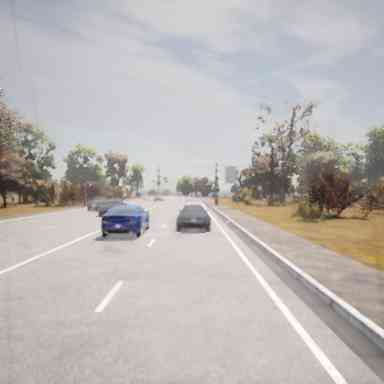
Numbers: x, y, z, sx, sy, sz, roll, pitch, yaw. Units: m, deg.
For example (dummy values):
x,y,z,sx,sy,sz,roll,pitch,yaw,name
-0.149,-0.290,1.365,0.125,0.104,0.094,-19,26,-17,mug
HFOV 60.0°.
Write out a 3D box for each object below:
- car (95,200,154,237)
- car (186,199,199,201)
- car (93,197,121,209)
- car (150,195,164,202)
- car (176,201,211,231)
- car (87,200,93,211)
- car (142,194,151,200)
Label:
x,y,z,sx,sy,sz,roll,pitch,yaw,name
-3.406,1.418,17.774,1.882,1.535,5.008,0,0,0,car
0.084,1.472,38.308,1.895,1.301,4.718,0,0,0,car
-7.107,1.405,30.094,1.837,1.490,4.892,0,0,0,car
-7.027,1.362,69.715,1.895,1.301,4.718,0,0,0,car
0.093,1.496,20.167,1.994,1.385,4.181,0,0,0,car
-10.606,1.363,38.381,2.128,1.511,4.902,0,0,0,car
-10.537,1.248,78.465,1.812,1.442,4.674,0,0,0,car
